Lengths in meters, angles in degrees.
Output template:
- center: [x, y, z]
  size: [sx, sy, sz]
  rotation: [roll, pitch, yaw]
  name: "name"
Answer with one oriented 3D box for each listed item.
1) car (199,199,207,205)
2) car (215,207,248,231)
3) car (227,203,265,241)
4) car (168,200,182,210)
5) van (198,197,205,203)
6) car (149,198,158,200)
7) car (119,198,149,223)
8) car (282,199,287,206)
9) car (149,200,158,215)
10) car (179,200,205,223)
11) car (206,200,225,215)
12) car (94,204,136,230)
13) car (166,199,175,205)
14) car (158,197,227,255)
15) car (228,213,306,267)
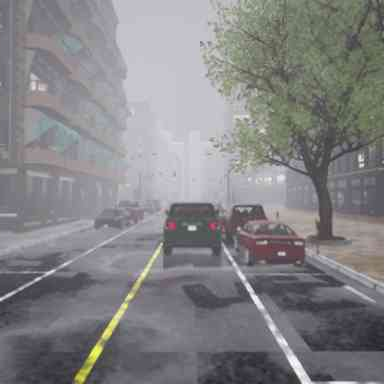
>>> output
- center: [2.753, 2.344, 81.204]
  size: [1.752, 1.417, 4.829]
  rotation: [1, -1, 0]
  name: "car"
- center: [2.658, 1.805, 23.085]
  size: [1.802, 1.307, 4.206]
  rotation: [1, -1, 0]
  name: "car"
- center: [2.624, 1.483, 17.436]
  size: [2.192, 1.841, 5.009]
  rotation: [1, -1, 0]
  name: "car"
- center: [-2.722, 2.101, 54.125]
  size: [1.994, 1.385, 4.181]
  rotation: [0, -1, 0]
  name: "car"
- center: [2.666, 2.312, 95.039]
  size: [1.690, 1.788, 3.998]
  rotation: [1, -1, 0]
  name: "van"
- center: [-5.412, 1.765, 45.749]
  size: [2.192, 1.841, 5.009]
  rotation: [1, -1, 0]
  name: "car"
- center: [-5.422, 1.595, 28.811]
  size: [2.192, 1.841, 5.009]
  rotation: [1, -1, 0]
  name: "car"
- center: [18.724, 1.954, 60.741]
  size: [4.097, 1.590, 1.967]
  rotation: [0, -1, 1]
  name: "car"
- center: [-5.419, 1.958, 40.101]
  size: [1.947, 1.339, 4.313]
  rotation: [1, -1, 0]
  name: "car"
- center: [0.021, 1.633, 29.091]
  size: [2.097, 1.767, 4.553]
  rotation: [0, -1, 0]
  name: "car"
- center: [2.730, 1.832, 40.043]
  size: [1.967, 1.590, 4.097]
  rotation: [1, -1, 0]
  name: "car"
- center: [-5.429, 1.790, 23.162]
  size: [1.947, 1.339, 4.313]
  rotation: [1, -1, 0]
  name: "car"
- center: [-5.385, 2.396, 83.664]
  size: [2.008, 1.369, 4.403]
  rotation: [1, -1, 0]
  name: "car"
- center: [0.010, 1.352, 14.019]
  size: [2.150, 2.045, 5.566]
  rotation: [0, 0, 0]
  name: "car"
- center: [2.584, 1.659, 11.782]
  size: [1.887, 1.381, 4.507]
  rotation: [1, -1, 0]
  name: "car"
